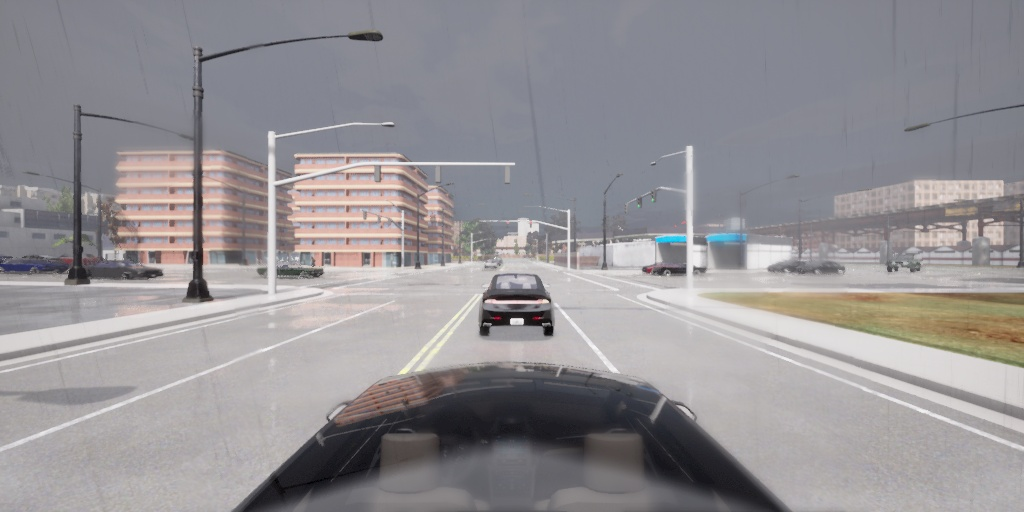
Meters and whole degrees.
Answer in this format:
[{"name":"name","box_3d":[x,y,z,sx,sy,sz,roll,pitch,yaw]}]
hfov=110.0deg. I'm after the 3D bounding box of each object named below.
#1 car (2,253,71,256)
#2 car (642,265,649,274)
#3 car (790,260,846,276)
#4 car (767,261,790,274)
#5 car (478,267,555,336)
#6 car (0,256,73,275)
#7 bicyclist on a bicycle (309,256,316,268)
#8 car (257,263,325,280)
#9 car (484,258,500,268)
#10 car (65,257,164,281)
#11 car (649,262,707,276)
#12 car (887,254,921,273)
[{"name":"car","box_3d":[-50.395,0.623,37.891,4.892,1.490,1.837,1,0,2]},{"name":"car","box_3d":[16.456,1.309,39.209,4.181,1.385,1.994,0,0,1]},{"name":"car","box_3d":[31.479,1.250,36.575,4.892,1.490,1.837,0,1,-13]},{"name":"car","box_3d":[31.057,1.249,40.042,4.892,1.490,1.837,0,1,-13]},{"name":"car","box_3d":[0.117,1.240,10.365,2.128,1.511,4.902,0,0,0]},{"name":"car","box_3d":[-40.915,0.891,30.517,4.718,1.301,1.895,1,0,2]},{"name":"bicyclist on a bicycle","box_3d":[-25.949,0.838,46.637,0.582,1.620,1.656,1,0,1]},{"name":"car","box_3d":[-18.351,1.243,29.958,4.718,1.301,1.895,1,0,1]},{"name":"car","box_3d":[-3.347,1.343,55.930,1.895,1.301,4.718,0,0,0]},{"name":"car","box_3d":[-29.290,1.042,26.725,5.357,1.411,2.033,1,0,2]},{"name":"car","box_3d":[16.619,1.347,35.681,4.718,1.301,1.895,0,0,0]},{"name":"car","box_3d":[46.750,0.776,42.719,5.566,2.045,2.150,0,0,-34]}]
